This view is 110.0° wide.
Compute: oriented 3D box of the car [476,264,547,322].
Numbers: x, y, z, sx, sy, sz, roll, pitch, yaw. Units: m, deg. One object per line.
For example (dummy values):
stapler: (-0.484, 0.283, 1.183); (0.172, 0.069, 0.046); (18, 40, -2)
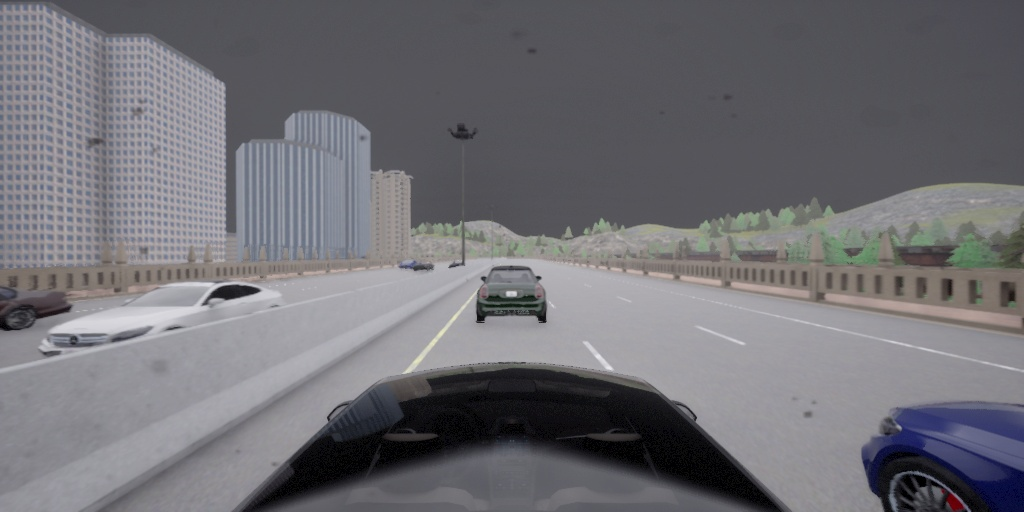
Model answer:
car: (-0.029, 1.089, 12.303); (2.097, 1.767, 4.553); (0, 0, 0)

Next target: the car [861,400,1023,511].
car: (3.498, 1.267, 0.677); (1.812, 1.442, 4.674); (0, 0, 1)

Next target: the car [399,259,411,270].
car: (-14.647, 1.211, 51.201); (1.882, 1.535, 5.008); (0, 0, 0)

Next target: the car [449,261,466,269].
car: (-7.642, 1.315, 50.354); (1.895, 1.301, 4.718); (0, 0, 0)

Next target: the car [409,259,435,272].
car: (-11.088, 1.331, 45.212); (1.895, 1.301, 4.718); (0, 0, 0)

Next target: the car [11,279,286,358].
car: (-7.159, 1.289, 8.131); (1.812, 1.442, 4.674); (0, 0, -1)

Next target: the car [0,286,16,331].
car: (-14.163, 1.331, 8.370); (2.033, 1.411, 5.357); (0, 0, -1)
